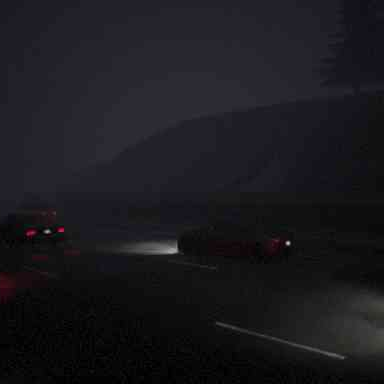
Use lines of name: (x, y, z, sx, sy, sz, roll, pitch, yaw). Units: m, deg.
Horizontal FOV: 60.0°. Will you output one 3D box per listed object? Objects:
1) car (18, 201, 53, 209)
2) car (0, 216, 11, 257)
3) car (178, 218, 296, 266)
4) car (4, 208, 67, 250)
car: (-11.293, 1.504, 23.471, 2.097, 1.767, 4.553, 0, 0, -45)
car: (-7.774, 1.555, 10.458, 5.008, 1.535, 1.882, 0, 0, 41)
car: (1.498, 1.616, 11.837, 4.181, 1.385, 1.994, 0, 0, 38)
car: (-7.612, 1.646, 14.938, 5.357, 1.411, 2.033, 0, 0, 42)
